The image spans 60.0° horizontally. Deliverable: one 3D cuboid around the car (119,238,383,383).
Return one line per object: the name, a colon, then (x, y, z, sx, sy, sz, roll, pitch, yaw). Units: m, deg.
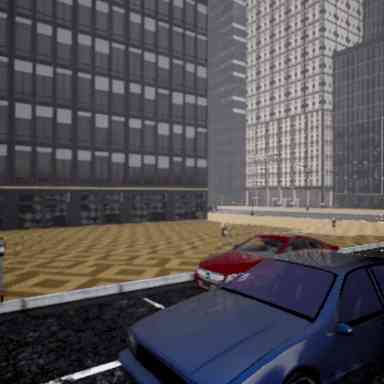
car: (1.790, 1.598, 4.654, 5.357, 1.411, 2.033, 1, -1, -35)

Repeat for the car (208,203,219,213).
car: (2.517, 2.625, 56.024, 2.128, 1.511, 4.902, 0, -1, -35)

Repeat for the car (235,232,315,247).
car: (2.012, 1.658, 8.003, 4.206, 1.307, 1.802, 1, -1, -35)
